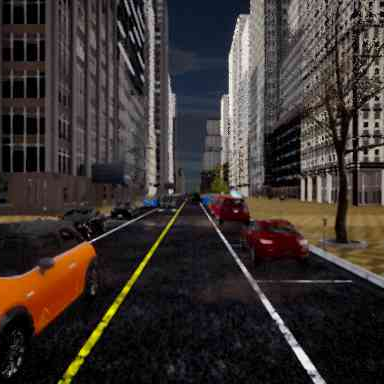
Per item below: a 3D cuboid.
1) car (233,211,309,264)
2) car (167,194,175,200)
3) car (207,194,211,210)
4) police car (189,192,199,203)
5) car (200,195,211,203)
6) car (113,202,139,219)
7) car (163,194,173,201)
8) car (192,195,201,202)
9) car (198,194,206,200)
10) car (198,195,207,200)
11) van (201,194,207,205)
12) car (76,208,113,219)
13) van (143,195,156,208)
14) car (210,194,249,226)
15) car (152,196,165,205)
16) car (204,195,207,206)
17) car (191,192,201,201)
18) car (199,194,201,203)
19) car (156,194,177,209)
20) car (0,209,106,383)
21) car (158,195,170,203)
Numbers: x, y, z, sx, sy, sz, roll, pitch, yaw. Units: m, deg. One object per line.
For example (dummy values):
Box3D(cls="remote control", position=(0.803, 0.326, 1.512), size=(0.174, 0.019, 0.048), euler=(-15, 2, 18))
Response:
Box3D(cls="car", position=(2.694, 1.555, 11.452), size=(1.802, 1.307, 4.206), euler=(0, 0, 0))
Box3D(cls="car", position=(-5.700, 1.343, 91.117), size=(2.008, 1.369, 4.403), euler=(0, 0, 0))
Box3D(cls="car", position=(2.694, 1.247, 28.518), size=(2.192, 1.841, 5.009), euler=(0, 0, 0))
Box3D(cls="police car", position=(0.889, 1.278, 63.019), size=(1.930, 1.638, 5.238), euler=(0, 0, 0))
Box3D(cls="car", position=(2.685, 1.392, 68.341), size=(2.008, 1.369, 4.403), euler=(0, 0, 0))
Box3D(cls="car", position=(-5.689, 1.497, 28.537), size=(1.947, 1.339, 4.313), euler=(0, 0, 0))
Box3D(cls="car", position=(-5.697, 1.256, 79.739), size=(1.967, 1.590, 4.097), euler=(0, 0, 0))
Box3D(cls="car", position=(0.887, 1.337, 72.910), size=(1.837, 1.490, 4.892), euler=(0, 0, 0))
Box3D(cls="car", position=(2.681, 1.233, 91.096), size=(1.967, 1.590, 4.097), euler=(0, 0, 0))
Box3D(cls="car", position=(2.681, 1.356, 85.408), size=(2.008, 1.369, 4.403), euler=(0, 0, 0))
Box3D(cls="van", position=(2.690, 1.221, 51.274), size=(1.690, 1.788, 3.998), euler=(0, 0, 0))
Box3D(cls="car", position=(-5.688, 1.524, 17.158), size=(1.947, 1.339, 4.313), euler=(0, 0, 0))
Box3D(cls="van", position=(-5.690, 1.233, 45.603), size=(1.690, 1.788, 3.998), euler=(0, 0, 0))
Box3D(cls="car", position=(2.695, 1.261, 22.829), size=(2.192, 1.841, 5.009), euler=(0, 0, 0))
Box3D(cls="car", position=(-5.694, 1.432, 56.983), size=(1.947, 1.339, 4.313), euler=(0, 0, 0))
Box3D(cls="car", position=(2.690, 1.431, 40.066), size=(1.752, 1.417, 4.829), euler=(0, 0, 0))
Box3D(cls="car", position=(0.886, 1.044, 78.940), size=(2.150, 2.045, 5.566), euler=(0, 0, 0))
Box3D(cls="car", position=(2.687, 1.417, 56.963), size=(2.008, 1.369, 4.403), euler=(0, 0, 0))
Box3D(cls="car", position=(-3.090, 1.249, 43.145), size=(2.097, 1.767, 4.553), euler=(0, 0, 0))
Box3D(cls="car", position=(-3.075, 1.338, 5.265), size=(2.097, 1.767, 4.553), euler=(0, 0, 1))
Box3D(cls="car", position=(-5.696, 1.391, 68.361), size=(2.008, 1.369, 4.403), euler=(0, 0, 0))
